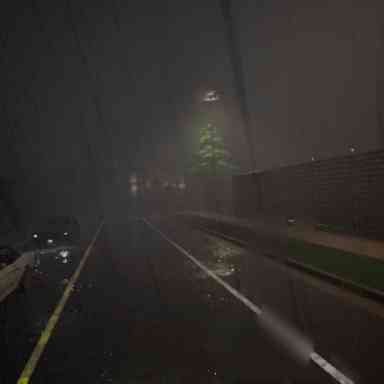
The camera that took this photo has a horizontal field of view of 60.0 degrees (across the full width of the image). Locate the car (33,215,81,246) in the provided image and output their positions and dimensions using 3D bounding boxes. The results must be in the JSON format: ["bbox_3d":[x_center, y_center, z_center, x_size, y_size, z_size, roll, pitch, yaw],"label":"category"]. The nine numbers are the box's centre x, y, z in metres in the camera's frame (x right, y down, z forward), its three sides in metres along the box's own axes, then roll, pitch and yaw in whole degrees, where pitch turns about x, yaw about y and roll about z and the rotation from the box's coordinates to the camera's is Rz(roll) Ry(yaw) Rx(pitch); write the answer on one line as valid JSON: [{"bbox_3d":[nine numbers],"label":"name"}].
[{"bbox_3d":[-7.350,1.997,18.485,2.033,1.411,5.357,-4,0,-12],"label":"car"}]

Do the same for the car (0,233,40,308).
[{"bbox_3d":[-4.754,1.886,6.829,1.895,1.301,4.718,-4,0,-13],"label":"car"}]
